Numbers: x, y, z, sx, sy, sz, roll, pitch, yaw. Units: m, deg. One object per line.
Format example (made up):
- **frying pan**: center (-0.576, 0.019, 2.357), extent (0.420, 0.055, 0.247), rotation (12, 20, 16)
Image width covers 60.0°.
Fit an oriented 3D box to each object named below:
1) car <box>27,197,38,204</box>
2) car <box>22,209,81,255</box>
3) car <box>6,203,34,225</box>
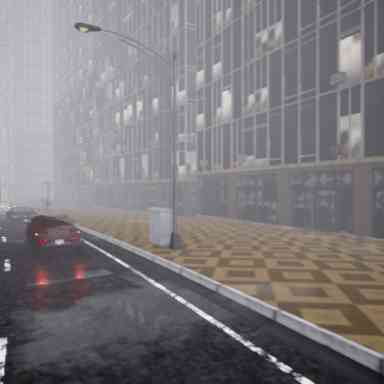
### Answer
- **car**: center (-37.324, 2.172, 80.615), extent (5.009, 1.841, 2.192), rotation (0, 0, -36)
- **car**: center (-5.925, 1.646, 14.014), extent (1.812, 1.442, 4.674), rotation (0, 0, -30)
- **car**: center (-13.609, 1.846, 26.498), extent (1.895, 1.301, 4.718), rotation (-1, 0, -33)
